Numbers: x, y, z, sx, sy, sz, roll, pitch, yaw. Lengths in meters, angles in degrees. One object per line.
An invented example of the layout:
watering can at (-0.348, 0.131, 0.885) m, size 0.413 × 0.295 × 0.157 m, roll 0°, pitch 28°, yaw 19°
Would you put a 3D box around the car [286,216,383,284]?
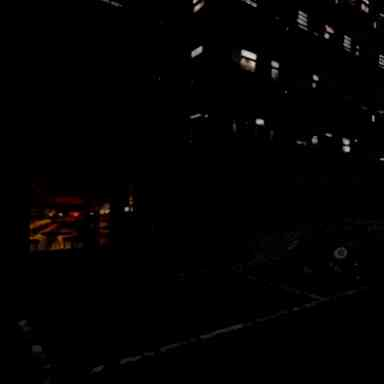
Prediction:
car at (4.682, 1.549, 9.909) m, size 4.097 × 1.590 × 1.967 m, roll 1°, pitch 0°, yaw -35°
